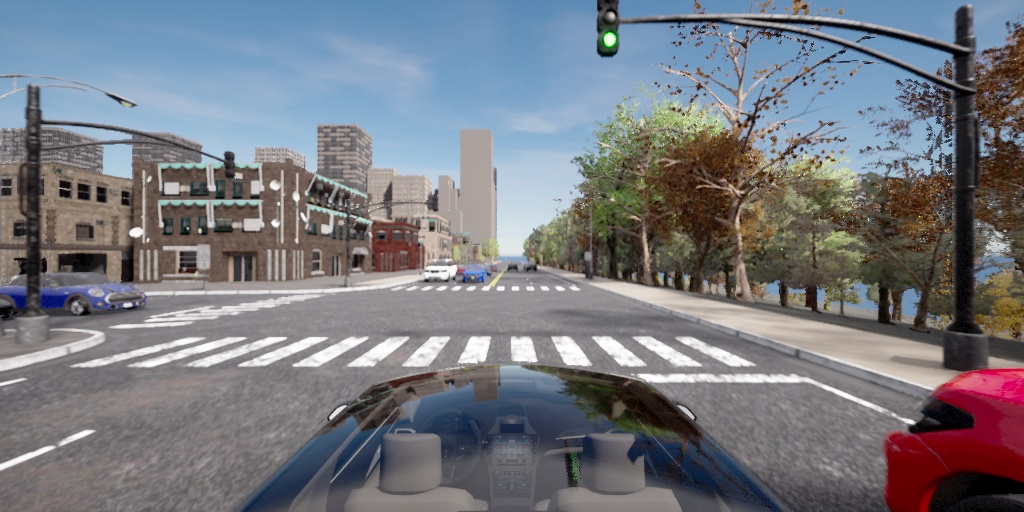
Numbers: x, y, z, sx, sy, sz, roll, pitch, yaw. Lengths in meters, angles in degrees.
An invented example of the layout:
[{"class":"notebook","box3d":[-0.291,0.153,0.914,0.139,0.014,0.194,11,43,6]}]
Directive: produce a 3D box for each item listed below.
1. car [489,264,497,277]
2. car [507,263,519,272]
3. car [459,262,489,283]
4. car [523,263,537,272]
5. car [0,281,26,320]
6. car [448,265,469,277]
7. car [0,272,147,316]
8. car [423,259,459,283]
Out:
[{"class":"car","box3d":[-3.323,1.773,43.162,2.033,1.411,5.357,0,-1,0]},{"class":"car","box3d":[0.141,1.958,63.189,1.837,1.490,4.892,0,-1,0]},{"class":"car","box3d":[-3.335,1.582,32.474,1.882,1.535,5.008,0,-1,-1]},{"class":"car","box3d":[3.388,1.953,62.772,1.837,1.490,4.892,0,-1,0]},{"class":"car","box3d":[-19.942,1.689,12.184,4.313,1.339,1.948,0,0,0]},{"class":"car","box3d":[-6.573,1.840,44.314,1.895,1.301,4.718,0,-1,0]},{"class":"car","box3d":[-18.081,1.459,14.846,4.553,1.767,2.097,-1,0,2]},{"class":"car","box3d":[-6.557,1.337,33.424,2.150,2.045,5.566,0,-1,2]}]
